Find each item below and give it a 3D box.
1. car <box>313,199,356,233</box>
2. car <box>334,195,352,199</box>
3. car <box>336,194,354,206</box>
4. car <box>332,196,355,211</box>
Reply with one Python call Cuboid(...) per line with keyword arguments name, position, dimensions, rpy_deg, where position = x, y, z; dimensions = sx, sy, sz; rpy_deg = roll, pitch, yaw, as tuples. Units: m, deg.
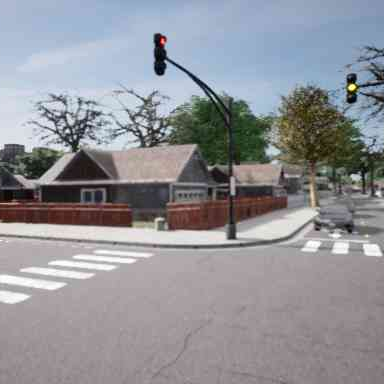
Cuboid(name="car", position=(8.125, 1.372, 18.843), dimensions=(1.812, 1.442, 4.674), rpy_deg=(0, 0, 27))
Cuboid(name="car", position=(12.550, 1.276, 27.890), dimensions=(1.837, 1.490, 4.892), rpy_deg=(0, 0, 26))
Cuboid(name="car", position=(21.341, 1.118, 46.317), dimensions=(2.128, 1.511, 4.902), rpy_deg=(0, 0, 26))
Cuboid(name="car", position=(16.925, 1.190, 37.060), dimensions=(2.128, 1.511, 4.902), rpy_deg=(0, 0, 26))
